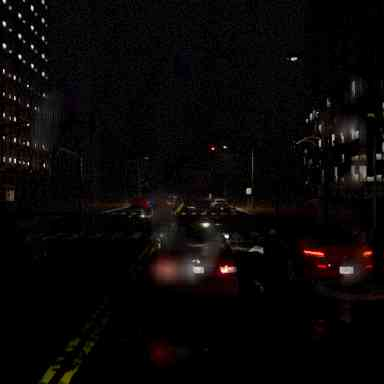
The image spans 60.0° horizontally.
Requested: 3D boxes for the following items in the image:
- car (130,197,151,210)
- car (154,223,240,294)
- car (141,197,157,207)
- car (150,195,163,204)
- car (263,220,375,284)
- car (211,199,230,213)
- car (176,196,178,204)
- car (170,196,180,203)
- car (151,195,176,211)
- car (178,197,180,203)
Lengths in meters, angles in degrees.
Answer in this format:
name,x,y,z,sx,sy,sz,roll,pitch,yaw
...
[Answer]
name,x,y,z,sx,sy,sz,roll,pitch,yaw
car,-6.662,1.441,42.276,1.882,1.535,5.008,0,0,0
car,0.087,1.544,8.904,2.033,1.411,5.357,0,0,0
car,-6.676,1.470,52.197,1.812,1.442,4.674,0,0,0
car,-6.681,1.427,62.562,1.837,1.490,4.892,0,0,0
car,3.336,1.522,9.489,1.812,1.442,4.674,0,0,0
car,3.128,1.498,37.072,1.812,1.442,4.674,0,0,0
car,-3.419,1.455,49.547,1.837,1.490,4.892,0,0,0
car,-3.441,1.471,69.201,1.994,1.385,4.181,0,0,-1
car,-3.407,1.319,40.655,2.097,1.767,4.553,0,0,0
car,-3.425,1.421,59.167,2.128,1.511,4.902,0,0,0
